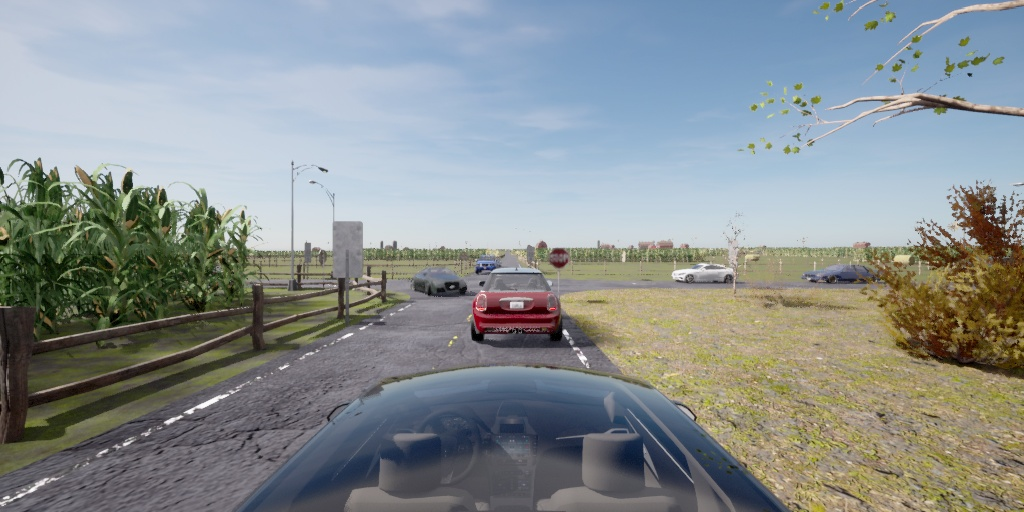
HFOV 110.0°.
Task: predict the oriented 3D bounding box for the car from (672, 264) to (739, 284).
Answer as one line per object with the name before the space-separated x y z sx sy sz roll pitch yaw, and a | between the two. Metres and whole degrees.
car | 14.541 1.298 27.057 4.674 1.442 1.812 0 0 0

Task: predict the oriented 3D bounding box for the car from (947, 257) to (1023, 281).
car | 36.334 1.056 27.063 5.566 2.045 2.150 0 0 0

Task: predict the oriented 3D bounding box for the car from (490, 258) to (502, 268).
car | -2.726 1.151 61.054 1.837 1.490 4.892 0 0 1

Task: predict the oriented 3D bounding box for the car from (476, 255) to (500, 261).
car | -2.821 0.927 40.742 2.150 2.045 5.566 0 0 1

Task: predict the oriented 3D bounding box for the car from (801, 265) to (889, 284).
car | 25.088 1.350 27.069 5.357 1.411 2.033 0 0 0

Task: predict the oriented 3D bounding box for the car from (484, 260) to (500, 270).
car | -2.772 1.244 50.668 1.994 1.385 4.181 0 0 0

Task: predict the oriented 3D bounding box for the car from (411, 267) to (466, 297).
car | -3.920 1.306 19.135 1.994 1.385 4.181 0 0 -31

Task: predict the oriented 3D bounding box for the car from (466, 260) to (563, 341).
car | 0.110 1.100 10.017 2.097 1.767 4.553 0 0 0

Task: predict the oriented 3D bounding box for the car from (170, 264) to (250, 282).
car | -20.790 1.226 24.065 5.357 1.411 2.033 0 0 0
